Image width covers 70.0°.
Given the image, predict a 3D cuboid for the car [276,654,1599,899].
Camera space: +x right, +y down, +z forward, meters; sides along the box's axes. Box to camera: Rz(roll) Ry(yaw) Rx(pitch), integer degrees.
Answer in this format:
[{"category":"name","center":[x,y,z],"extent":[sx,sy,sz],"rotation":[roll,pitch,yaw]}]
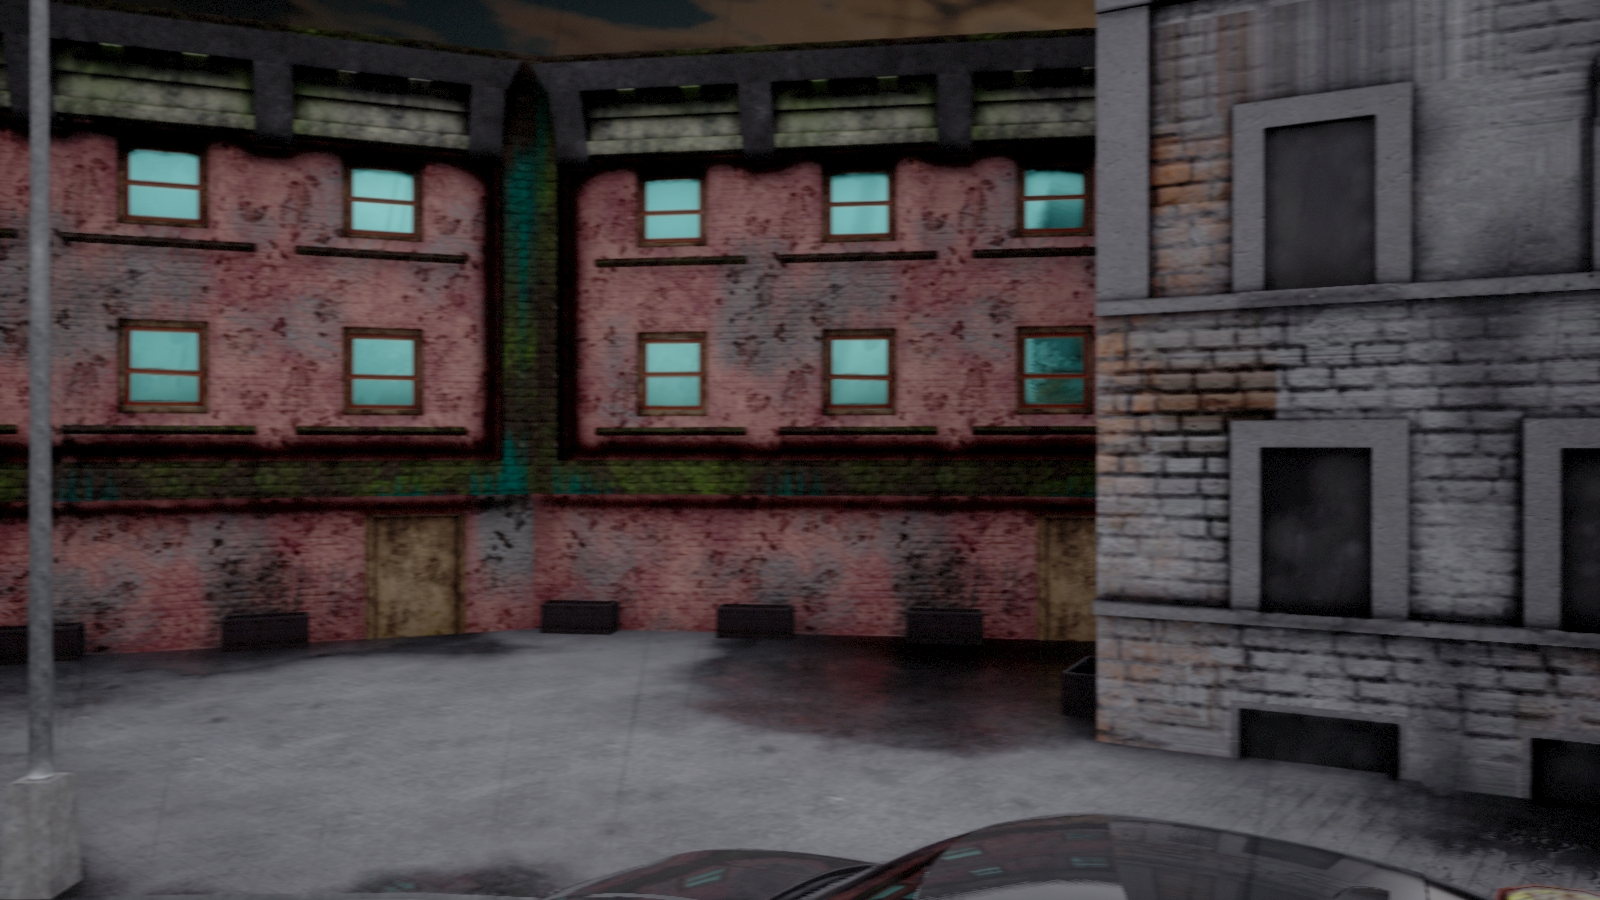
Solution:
[{"category":"car","center":[0.901,1.802,3.679],"extent":[5.006,1.535,2.097],"rotation":[0,0,28]}]
